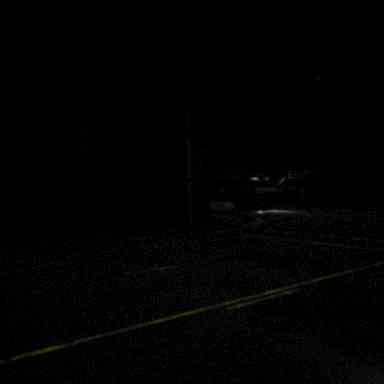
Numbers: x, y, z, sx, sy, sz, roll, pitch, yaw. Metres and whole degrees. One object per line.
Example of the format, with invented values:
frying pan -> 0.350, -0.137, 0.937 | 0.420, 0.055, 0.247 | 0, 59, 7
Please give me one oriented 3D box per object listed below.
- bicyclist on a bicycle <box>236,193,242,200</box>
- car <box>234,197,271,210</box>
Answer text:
bicyclist on a bicycle -> 7.946, 0.956, 56.171 | 1.656, 1.620, 0.582 | -1, 1, -37
car -> 7.180, 1.334, 39.789 | 1.882, 1.535, 5.008 | -1, 1, -37
